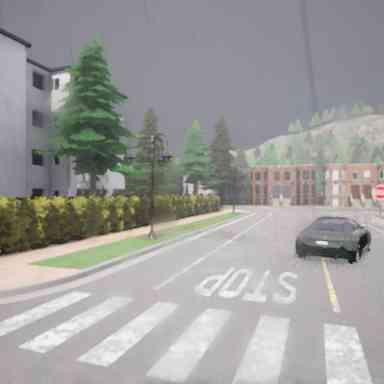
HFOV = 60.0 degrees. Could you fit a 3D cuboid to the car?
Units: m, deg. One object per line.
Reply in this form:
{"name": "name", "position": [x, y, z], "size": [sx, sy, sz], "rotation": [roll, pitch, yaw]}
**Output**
{"name": "car", "position": [5.352, 1.618, 12.361], "size": [1.994, 1.385, 4.181], "rotation": [0, 0, 35]}
